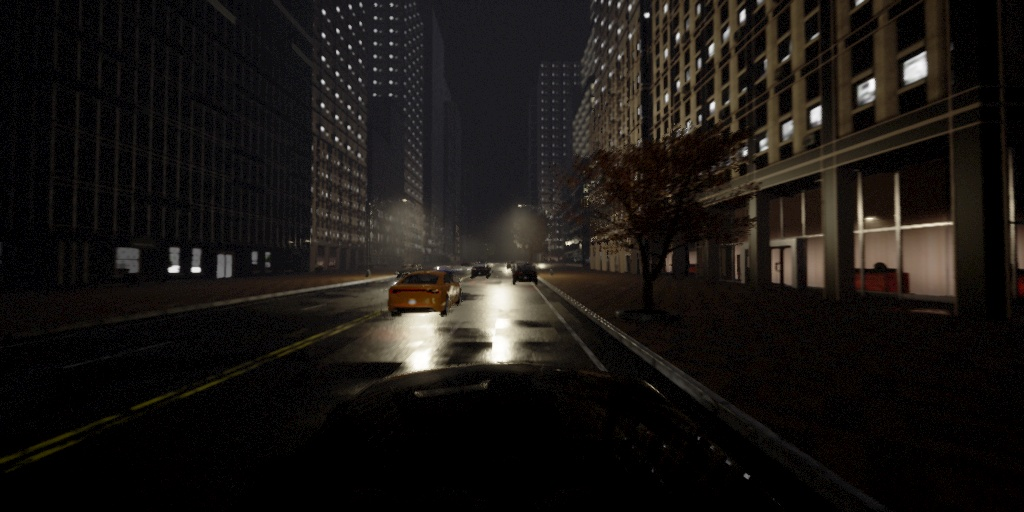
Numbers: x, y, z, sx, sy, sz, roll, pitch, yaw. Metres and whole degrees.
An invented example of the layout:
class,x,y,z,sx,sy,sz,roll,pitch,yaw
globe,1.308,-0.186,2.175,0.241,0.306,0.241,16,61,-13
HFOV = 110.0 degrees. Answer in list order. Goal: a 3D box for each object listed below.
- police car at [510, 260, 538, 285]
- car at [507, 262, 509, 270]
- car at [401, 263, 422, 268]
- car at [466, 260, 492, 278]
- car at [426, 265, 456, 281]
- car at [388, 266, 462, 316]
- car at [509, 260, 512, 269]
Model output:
class,x,y,z,sx,sy,sz,roll,pitch,yaw
police car,0.975,1.368,28.463,1.930,1.638,5.238,0,0,0
car,-0.002,1.688,63.200,2.128,1.511,4.902,0,0,0
car,-9.836,1.494,34.984,1.837,1.490,4.892,0,0,0
car,-3.152,1.500,37.487,2.128,1.511,4.902,0,0,0
car,-6.591,1.582,33.858,1.895,1.301,4.718,0,0,0
car,-3.150,1.314,13.812,1.882,1.535,5.008,0,0,0
car,0.973,1.408,44.325,2.097,1.767,4.553,0,0,0
